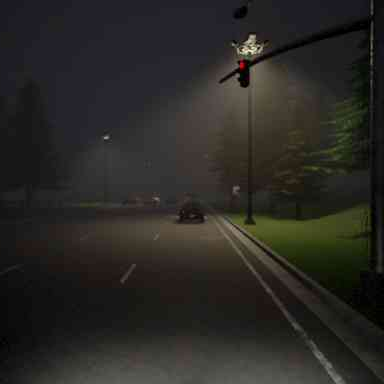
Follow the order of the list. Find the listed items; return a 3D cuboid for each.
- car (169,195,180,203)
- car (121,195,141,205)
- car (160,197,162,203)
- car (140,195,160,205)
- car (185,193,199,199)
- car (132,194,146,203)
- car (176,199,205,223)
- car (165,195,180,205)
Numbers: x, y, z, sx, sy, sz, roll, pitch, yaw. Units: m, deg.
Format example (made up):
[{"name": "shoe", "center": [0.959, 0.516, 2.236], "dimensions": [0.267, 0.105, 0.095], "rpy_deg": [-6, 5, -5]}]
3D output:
[{"name": "car", "center": [-3.525, 1.409, 66.404], "dimensions": [1.882, 1.535, 5.008], "rpy_deg": [0, 0, 0]}, {"name": "car", "center": [-10.521, 1.484, 55.981], "dimensions": [2.033, 1.411, 5.357], "rpy_deg": [0, 0, 0]}, {"name": "car", "center": [-7.025, 1.458, 66.403], "dimensions": [1.812, 1.442, 4.674], "rpy_deg": [0, 0, 0]}, {"name": "car", "center": [-7.021, 1.537, 56.429], "dimensions": [1.895, 1.301, 4.718], "rpy_deg": [0, 0, 0]}, {"name": "car", "center": [-0.021, 1.159, 56.015], "dimensions": [2.150, 2.045, 5.566], "rpy_deg": [0, 0, 0]}, {"name": "car", "center": [-10.525, 1.295, 66.371], "dimensions": [2.097, 1.767, 4.553], "rpy_deg": [0, 0, 0]}, {"name": "car", "center": [-0.010, 1.497, 25.372], "dimensions": [1.812, 1.442, 4.674], "rpy_deg": [0, 0, 0]}, {"name": "car", "center": [-3.521, 1.501, 56.401], "dimensions": [1.994, 1.385, 4.181], "rpy_deg": [0, 0, 0]}]
